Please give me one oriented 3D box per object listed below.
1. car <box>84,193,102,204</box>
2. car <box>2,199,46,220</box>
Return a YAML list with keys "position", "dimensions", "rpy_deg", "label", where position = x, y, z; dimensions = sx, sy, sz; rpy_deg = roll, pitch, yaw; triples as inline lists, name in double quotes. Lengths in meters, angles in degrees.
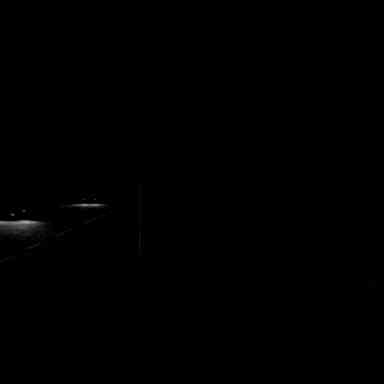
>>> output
- position: [-15.035, 0.984, 50.639]
  dimensions: [1.882, 1.535, 5.008]
  rpy_deg: [0, 0, -5]
  label: "car"
- position: [-12.765, 1.291, 25.594]
  dimensions: [1.812, 1.442, 4.674]
  rpy_deg: [0, 1, -5]
  label: "car"
